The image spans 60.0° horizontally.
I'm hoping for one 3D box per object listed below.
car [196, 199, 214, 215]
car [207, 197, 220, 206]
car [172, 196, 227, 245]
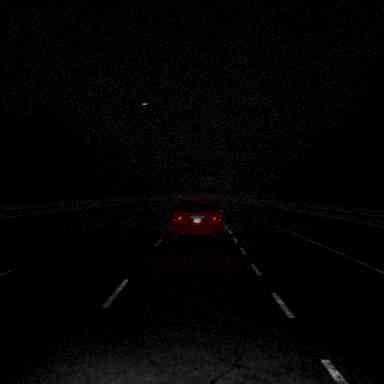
[{"bbox_3d":[1.440,1.557,35.677,1.812,1.442,4.674,0,0,4],"label":"car"},{"bbox_3d":[3.863,1.630,59.209,2.033,1.411,5.357,0,0,7],"label":"car"},{"bbox_3d":[0.301,1.226,15.826,2.150,2.045,5.566,0,0,2],"label":"car"}]
